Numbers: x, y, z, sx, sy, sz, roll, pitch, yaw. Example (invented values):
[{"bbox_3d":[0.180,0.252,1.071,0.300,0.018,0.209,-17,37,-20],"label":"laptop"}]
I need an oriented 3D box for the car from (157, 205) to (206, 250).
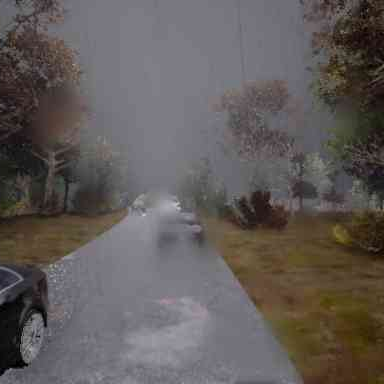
[{"bbox_3d":[-0.492,1.547,14.737,2.128,1.511,4.902,0,0,-4],"label":"car"}]

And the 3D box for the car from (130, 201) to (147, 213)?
[{"bbox_3d":[-7.102,1.962,44.341,1.837,1.490,4.892,1,-1,-10],"label":"car"}]

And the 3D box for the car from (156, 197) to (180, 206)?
[{"bbox_3d":[-2.410,1.498,33.700,2.150,2.045,5.566,0,-1,-8],"label":"car"}]

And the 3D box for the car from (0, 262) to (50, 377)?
[{"bbox_3d":[-2.945,1.496,2.931,2.128,1.511,4.902,0,0,-1],"label":"car"}]
